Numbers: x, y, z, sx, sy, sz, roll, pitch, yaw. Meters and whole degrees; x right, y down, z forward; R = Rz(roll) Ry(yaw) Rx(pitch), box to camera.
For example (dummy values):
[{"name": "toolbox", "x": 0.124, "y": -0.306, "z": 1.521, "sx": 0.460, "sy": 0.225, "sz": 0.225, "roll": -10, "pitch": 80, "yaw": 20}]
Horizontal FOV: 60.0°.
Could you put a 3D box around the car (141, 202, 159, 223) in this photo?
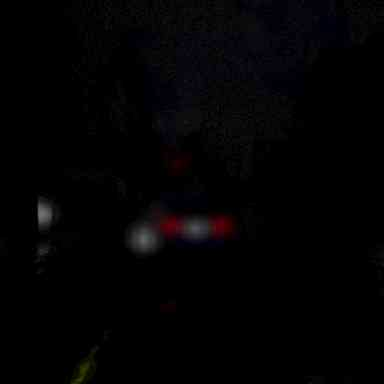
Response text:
[{"name": "car", "x": -2.827, "y": 1.586, "z": 26.491, "sx": 1.837, "sy": 1.490, "sz": 4.892, "roll": 0, "pitch": 0, "yaw": 0}]

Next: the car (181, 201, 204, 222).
[{"name": "car", "x": 0.058, "y": 1.574, "z": 28.203, "sx": 1.837, "sy": 1.490, "sz": 4.892, "roll": 0, "pitch": 0, "yaw": 0}]

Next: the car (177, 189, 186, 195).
[{"name": "car", "x": -2.768, "y": 0.134, "z": 88.678, "sx": 2.097, "sy": 1.767, "sz": 4.553, "roll": 0, "pitch": 2, "yaw": 0}]

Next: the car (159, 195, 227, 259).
[{"name": "car", "x": 0.070, "y": 1.290, "z": 13.109, "sx": 2.150, "sy": 2.045, "sz": 5.566, "roll": 0, "pitch": 0, "yaw": -1}]

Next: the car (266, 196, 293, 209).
[{"name": "car", "x": 12.705, "y": 1.415, "z": 45.200, "sx": 5.009, "sy": 1.841, "sz": 2.192, "roll": 1, "pitch": 0, "yaw": 0}]
